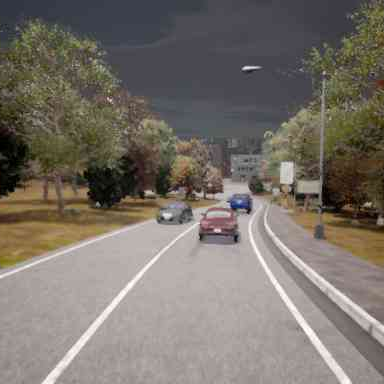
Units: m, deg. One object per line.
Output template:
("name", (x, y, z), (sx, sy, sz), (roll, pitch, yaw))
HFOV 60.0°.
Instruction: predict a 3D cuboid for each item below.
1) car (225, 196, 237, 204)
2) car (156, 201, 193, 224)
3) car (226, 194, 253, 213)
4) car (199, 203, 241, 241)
("car", (7.566, 1.455, 64.046), (2.033, 1.411, 5.357), (1, 0, 8))
("car", (-1.171, 1.406, 23.910), (2.128, 1.511, 4.902), (1, 0, 11))
("car", (5.518, 1.209, 37.038), (2.150, 2.045, 5.566), (1, 0, 14))
("car", (1.418, 1.508, 16.734), (1.812, 1.442, 4.674), (1, 0, 8))
